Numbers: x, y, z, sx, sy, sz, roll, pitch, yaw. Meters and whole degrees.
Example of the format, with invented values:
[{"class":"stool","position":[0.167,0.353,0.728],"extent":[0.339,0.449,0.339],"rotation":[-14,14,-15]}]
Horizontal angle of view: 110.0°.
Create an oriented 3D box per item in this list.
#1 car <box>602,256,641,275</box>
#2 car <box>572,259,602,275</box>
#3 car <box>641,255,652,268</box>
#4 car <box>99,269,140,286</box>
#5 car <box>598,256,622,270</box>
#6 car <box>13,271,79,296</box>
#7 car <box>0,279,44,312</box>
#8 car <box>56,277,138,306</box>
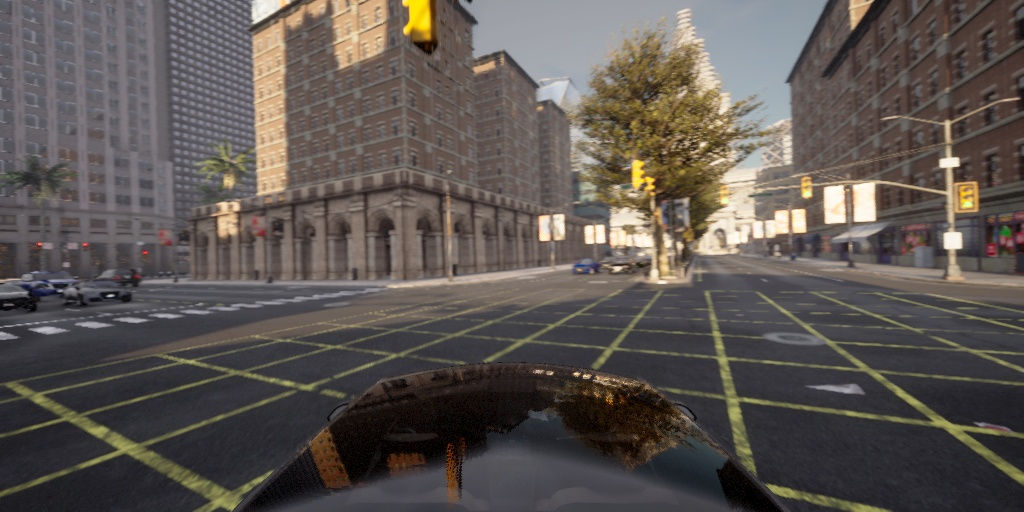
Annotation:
[{"class":"car","position":[10.330,0.912,33.490],"extent":[2.128,1.511,4.902],"rotation":[-2,0,28]},{"class":"car","position":[7.418,0.997,35.468],"extent":[1.882,1.535,5.008],"rotation":[-2,0,28]},{"class":"car","position":[14.685,0.879,41.743],"extent":[1.895,1.301,4.718],"rotation":[-2,0,28]},{"class":"car","position":[-42.463,2.428,38.637],"extent":[5.566,2.045,2.150],"rotation":[-2,0,28]},{"class":"car","position":[12.183,0.869,44.479],"extent":[1.837,1.490,4.892],"rotation":[-2,0,27]},{"class":"car","position":[-33.159,2.106,25.736],"extent":[5.566,2.045,2.150],"rotation":[-2,0,28]},{"class":"car","position":[-26.094,2.119,18.151],"extent":[5.008,1.535,1.882],"rotation":[-2,0,27]},{"class":"car","position":[-24.740,2.161,21.384],"extent":[4.181,1.385,1.994],"rotation":[-2,0,27]}]
